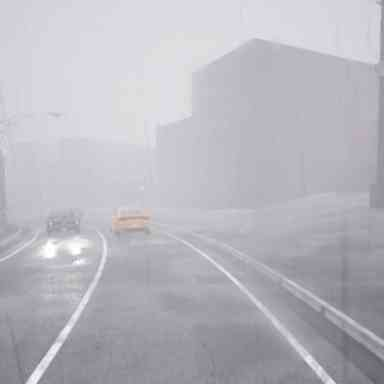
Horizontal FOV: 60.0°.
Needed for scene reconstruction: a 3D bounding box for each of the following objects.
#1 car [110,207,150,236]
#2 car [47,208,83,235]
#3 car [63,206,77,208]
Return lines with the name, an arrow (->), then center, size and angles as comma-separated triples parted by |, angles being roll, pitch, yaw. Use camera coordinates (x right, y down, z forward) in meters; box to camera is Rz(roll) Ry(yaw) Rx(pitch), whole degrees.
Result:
car -> -3.775, 1.637, 19.781 | 1.882, 1.535, 5.008 | -1, -1, -18
car -> -8.281, 1.921, 21.332 | 1.895, 1.301, 4.718 | -2, -1, -23
car -> -13.914, 2.316, 37.676 | 1.994, 1.385, 4.181 | -3, 0, -38
